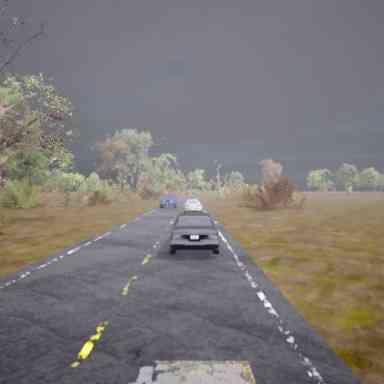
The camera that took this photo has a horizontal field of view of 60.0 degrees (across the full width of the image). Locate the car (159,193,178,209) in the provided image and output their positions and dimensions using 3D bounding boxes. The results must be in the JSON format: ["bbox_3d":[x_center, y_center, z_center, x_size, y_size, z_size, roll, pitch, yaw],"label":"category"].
[{"bbox_3d":[-3.084,1.176,44.451,2.150,2.045,5.566,0,0,0],"label":"car"}]

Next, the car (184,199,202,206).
[{"bbox_3d":[0.099,1.486,35.342,1.812,1.442,4.674,0,0,0],"label":"car"}]

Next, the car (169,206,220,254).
[{"bbox_3d":[0.089,1.533,13.473,2.033,1.411,5.357,0,0,0],"label":"car"}]
